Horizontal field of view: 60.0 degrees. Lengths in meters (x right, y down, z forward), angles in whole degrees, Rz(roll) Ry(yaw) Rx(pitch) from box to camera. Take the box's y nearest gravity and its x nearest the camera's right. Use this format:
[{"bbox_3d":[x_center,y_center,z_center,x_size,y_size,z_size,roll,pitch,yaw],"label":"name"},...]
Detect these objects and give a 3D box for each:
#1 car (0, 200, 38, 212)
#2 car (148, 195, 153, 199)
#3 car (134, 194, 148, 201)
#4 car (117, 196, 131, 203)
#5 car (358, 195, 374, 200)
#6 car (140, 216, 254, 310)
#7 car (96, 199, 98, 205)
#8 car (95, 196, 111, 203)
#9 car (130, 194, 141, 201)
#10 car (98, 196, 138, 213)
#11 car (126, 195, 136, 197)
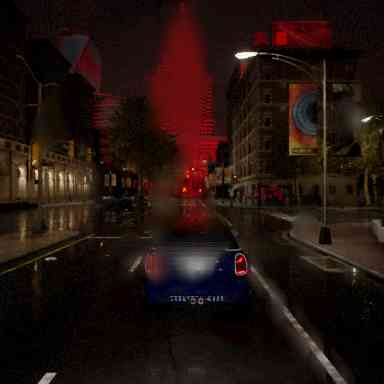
[{"bbox_3d":[-20.794,1.601,39.417,4.718,1.301,1.895,0,0,-34],"label":"car"},{"bbox_3d":[-11.211,1.475,86.485,1.882,1.535,5.008,0,0,0],"label":"car"},{"bbox_3d":[-11.261,1.524,71.732,1.812,1.442,4.674,0,0,0],"label":"car"},{"bbox_3d":[-14.760,1.540,72.227,2.033,1.411,5.357,0,0,0],"label":"car"},{"bbox_3d":[34.674,1.481,68.709,2.231,1.521,4.892,0,0,0],"label":"car"},{"bbox_3d":[0.100,1.352,7.983,2.097,1.767,4.553,0,0,0],"label":"car"},{"bbox_3d":[-14.892,1.492,56.941,2.128,1.511,4.902,0,0,0],"label":"car"},{"bbox_3d":[-18.025,1.595,67.492,1.895,1.301,4.718,0,0,0],"label":"car"},{"bbox_3d":[-14.708,1.349,87.425,2.097,1.767,4.553,0,0,0],"label":"car"},{"bbox_3d":[-8.563,1.547,38.006,2.033,1.411,5.357,0,0,-35],"label":"car"},{"bbox_3d":[-11.394,1.564,56.923,1.994,1.385,4.181,0,0,0],"label":"car"}]
